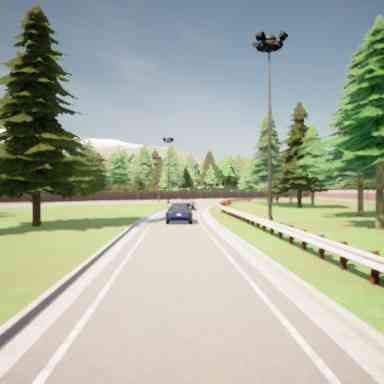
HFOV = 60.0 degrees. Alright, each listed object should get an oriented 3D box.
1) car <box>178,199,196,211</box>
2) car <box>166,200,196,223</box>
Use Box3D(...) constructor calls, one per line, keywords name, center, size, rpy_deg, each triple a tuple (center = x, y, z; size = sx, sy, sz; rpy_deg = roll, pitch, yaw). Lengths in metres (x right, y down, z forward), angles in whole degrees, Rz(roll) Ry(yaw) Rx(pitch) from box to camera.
Box3D(name="car", center=(-0.544, 1.615, 42.293), size=(1.895, 1.301, 4.718), rpy_deg=(0, 0, 5))
Box3D(name="car", center=(-0.964, 1.575, 25.565), size=(1.994, 1.385, 4.181), rpy_deg=(0, 0, -1))
